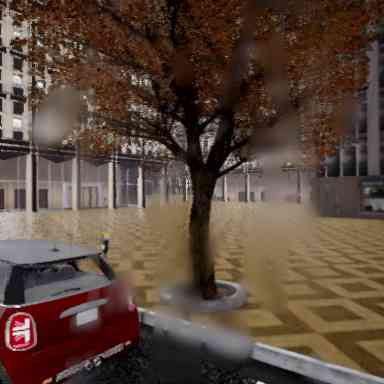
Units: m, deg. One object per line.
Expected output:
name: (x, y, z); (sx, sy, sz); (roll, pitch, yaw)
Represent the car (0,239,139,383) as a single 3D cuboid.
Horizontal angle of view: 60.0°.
car: (-2.755, 1.408, 4.862); (4.097, 1.590, 1.967); (0, -1, 36)
